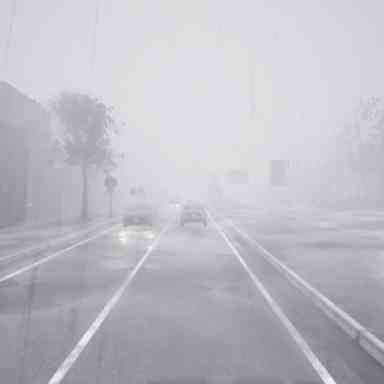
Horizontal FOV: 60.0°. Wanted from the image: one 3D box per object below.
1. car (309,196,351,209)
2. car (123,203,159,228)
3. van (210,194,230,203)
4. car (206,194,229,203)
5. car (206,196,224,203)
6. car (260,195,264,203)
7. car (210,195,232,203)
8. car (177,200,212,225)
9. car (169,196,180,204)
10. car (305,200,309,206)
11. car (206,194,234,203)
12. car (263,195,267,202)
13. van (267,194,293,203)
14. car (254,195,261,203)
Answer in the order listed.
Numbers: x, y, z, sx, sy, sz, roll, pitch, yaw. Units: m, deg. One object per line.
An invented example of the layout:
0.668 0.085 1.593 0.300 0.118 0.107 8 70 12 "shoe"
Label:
18.764 1.315 44.818 4.553 1.767 2.185 0 0 0 "car"
-3.344 1.477 22.433 1.882 1.535 5.008 0 0 0 "car"
6.358 1.471 75.292 4.442 1.987 1.878 0 -1 0 "van"
6.214 1.594 81.482 5.566 2.045 2.435 0 -1 -1 "car"
6.143 1.897 87.429 4.553 1.767 2.185 0 -2 -1 "car"
18.704 1.672 74.237 5.366 1.575 1.946 0 -1 0 "car"
6.297 1.508 72.253 4.553 1.767 2.185 0 -1 0 "car"
0.103 1.547 23.794 2.033 1.411 5.357 0 0 0 "car"
-3.279 1.491 63.350 2.128 1.511 4.902 0 1 0 "car"
18.694 1.481 47.988 4.674 1.452 2.002 0 0 0 "car"
6.104 1.581 69.332 5.366 1.575 1.946 0 -1 0 "car"
18.724 1.621 71.577 5.366 1.575 1.946 0 -1 0 "car"
18.444 1.351 68.784 4.442 1.987 1.878 0 -1 0 "van"
18.445 1.555 79.957 5.566 2.045 2.435 0 -2 -1 "car"
